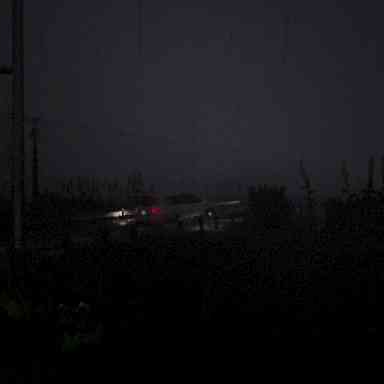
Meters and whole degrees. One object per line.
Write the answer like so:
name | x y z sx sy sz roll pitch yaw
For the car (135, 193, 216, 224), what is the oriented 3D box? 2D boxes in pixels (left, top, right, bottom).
car | -0.875 1.032 20.062 2.150 2.045 5.566 0 3 41
